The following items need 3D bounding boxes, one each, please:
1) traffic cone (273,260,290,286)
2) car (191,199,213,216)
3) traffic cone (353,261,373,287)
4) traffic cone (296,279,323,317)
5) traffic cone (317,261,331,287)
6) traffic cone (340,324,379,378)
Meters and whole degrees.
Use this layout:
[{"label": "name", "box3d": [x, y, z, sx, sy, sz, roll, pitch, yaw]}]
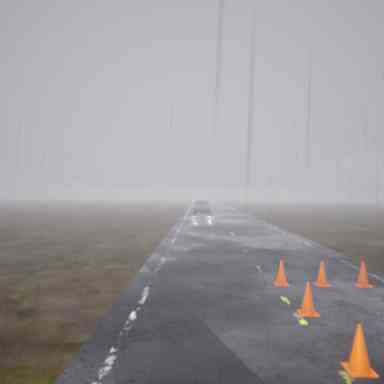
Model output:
[{"label": "traffic cone", "box3d": [2.215, 1.986, 8.245, 0.340, 0.580, 0.340, 1, 0, 1]}, {"label": "car", "box3d": [1.001, 1.534, 33.547, 1.837, 1.490, 4.892, 1, 0, 1]}, {"label": "traffic cone", "box3d": [4.214, 2.009, 8.205, 0.340, 0.580, 0.340, 1, 0, 1]}, {"label": "traffic cone", "box3d": [2.175, 1.984, 6.246, 0.340, 0.580, 0.340, 1, 0, 1]}, {"label": "traffic cone", "box3d": [3.215, 1.997, 8.225, 0.340, 0.580, 0.340, 1, 0, 1]}, {"label": "traffic cone", "box3d": [2.135, 1.983, 4.246, 0.340, 0.580, 0.340, 1, 0, 1]}]
